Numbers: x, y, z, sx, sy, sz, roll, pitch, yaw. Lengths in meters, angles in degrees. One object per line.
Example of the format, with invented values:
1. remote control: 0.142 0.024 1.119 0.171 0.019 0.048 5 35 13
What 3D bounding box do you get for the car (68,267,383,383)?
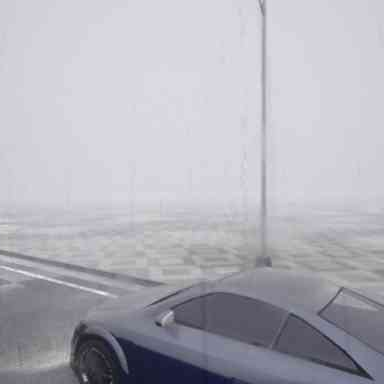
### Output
1. car: 0.570 1.568 3.585 4.181 1.385 1.994 0 0 35
